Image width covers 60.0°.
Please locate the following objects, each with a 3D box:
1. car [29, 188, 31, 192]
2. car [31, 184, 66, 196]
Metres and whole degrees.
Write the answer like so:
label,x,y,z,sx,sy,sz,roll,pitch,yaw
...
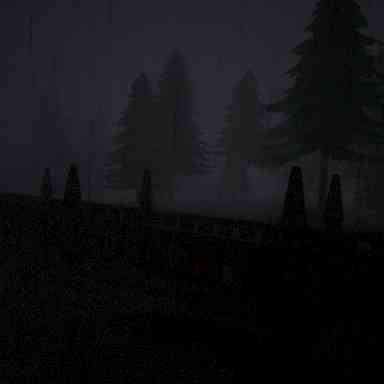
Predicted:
label,x,y,z,sx,sy,sz,roll,pitch,yaw
car,-19.060,-0.286,44.413,1.895,1.301,4.718,4,2,37
car,-16.837,-0.206,41.554,2.128,1.511,4.902,4,2,37
